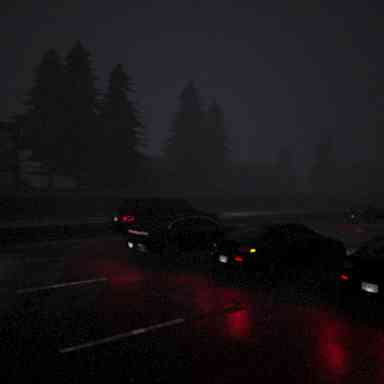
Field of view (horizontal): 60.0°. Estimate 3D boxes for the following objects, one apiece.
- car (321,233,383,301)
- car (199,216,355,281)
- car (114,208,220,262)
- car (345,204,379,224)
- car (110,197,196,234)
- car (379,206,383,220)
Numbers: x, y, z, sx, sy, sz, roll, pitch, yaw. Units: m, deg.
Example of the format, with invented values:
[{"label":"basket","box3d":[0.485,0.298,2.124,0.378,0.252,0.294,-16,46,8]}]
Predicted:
[{"label":"car","box3d":[5.112,1.583,7.392,4.674,1.442,1.812,0,0,-36]},{"label":"car","box3d":[2.687,1.580,9.961,4.674,1.442,1.812,0,0,-36]},{"label":"car","box3d":[-0.040,1.540,12.314,4.902,1.511,2.128,0,0,-36]},{"label":"car","box3d":[14.264,1.678,26.817,4.902,1.511,2.128,0,0,-35]},{"label":"car","box3d":[-1.096,1.278,15.862,5.566,2.045,2.150,0,0,-35]},{"label":"car","box3d":[16.000,1.405,23.757,5.566,2.045,2.150,0,0,-35]}]
